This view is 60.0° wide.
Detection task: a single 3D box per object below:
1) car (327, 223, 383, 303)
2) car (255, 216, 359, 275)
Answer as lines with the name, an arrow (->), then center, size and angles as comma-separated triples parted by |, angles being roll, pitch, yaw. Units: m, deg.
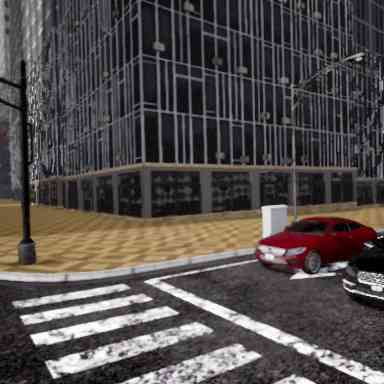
car -> 5.362, 1.484, 7.495 | 4.892, 1.490, 1.837 | -1, 0, -35
car -> 4.102, 1.527, 10.585 | 4.674, 1.442, 1.812 | -1, 0, -34
